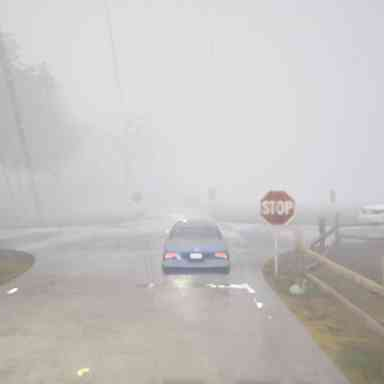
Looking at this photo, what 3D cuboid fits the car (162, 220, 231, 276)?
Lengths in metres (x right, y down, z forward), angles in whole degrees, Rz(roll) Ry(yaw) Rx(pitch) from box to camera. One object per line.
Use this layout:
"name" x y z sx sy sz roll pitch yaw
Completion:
"car" 0.100 1.589 10.477 2.033 1.411 5.357 0 0 0

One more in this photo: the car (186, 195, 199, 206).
"car" 0.097 1.581 64.087 2.150 2.045 5.566 0 0 0

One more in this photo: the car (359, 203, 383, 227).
"car" 13.025 1.119 19.845 5.566 2.045 2.150 -1 1 -1
